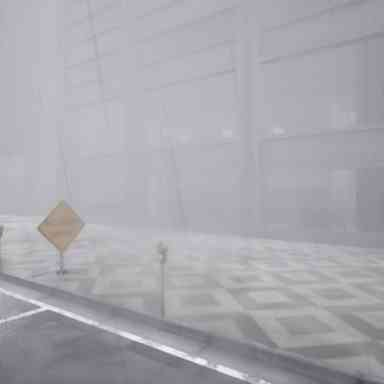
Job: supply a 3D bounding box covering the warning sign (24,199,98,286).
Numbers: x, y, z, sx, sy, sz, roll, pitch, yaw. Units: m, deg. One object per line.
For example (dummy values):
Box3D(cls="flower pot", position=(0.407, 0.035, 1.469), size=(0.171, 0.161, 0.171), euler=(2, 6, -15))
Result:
Box3D(cls="warning sign", position=(-3.149, 1.107, 8.040), size=(1.060, 1.860, 1.300), euler=(0, 0, 36))
